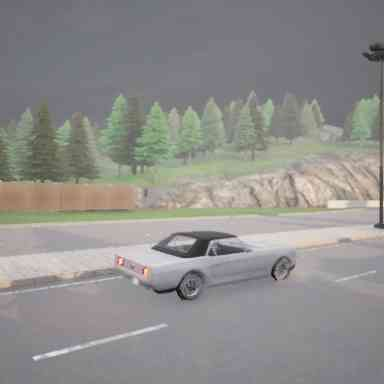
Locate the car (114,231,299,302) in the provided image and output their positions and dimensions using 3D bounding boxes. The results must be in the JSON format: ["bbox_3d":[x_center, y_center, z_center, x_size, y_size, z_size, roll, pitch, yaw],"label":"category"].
[{"bbox_3d":[0.586,1.663,8.462,4.718,1.301,1.895,1,-1,-36],"label":"car"}]
